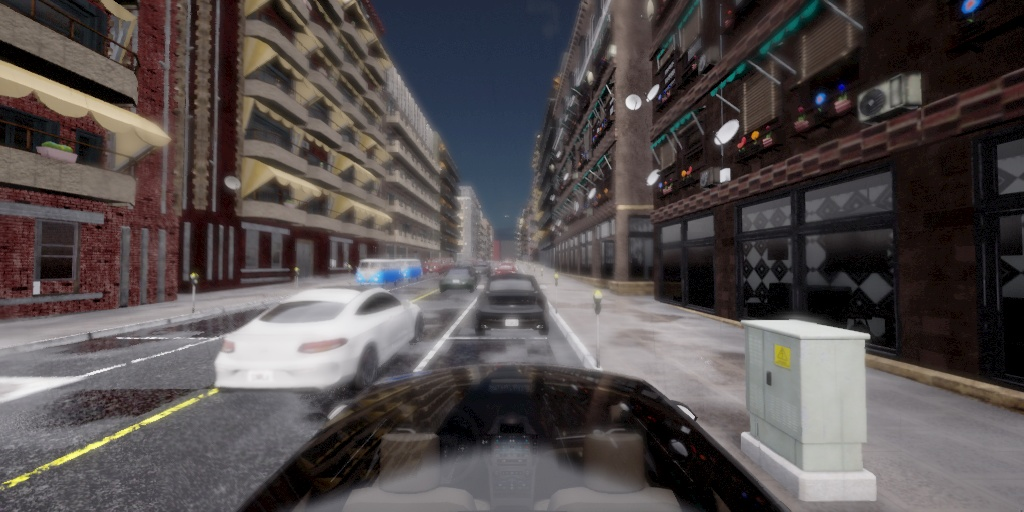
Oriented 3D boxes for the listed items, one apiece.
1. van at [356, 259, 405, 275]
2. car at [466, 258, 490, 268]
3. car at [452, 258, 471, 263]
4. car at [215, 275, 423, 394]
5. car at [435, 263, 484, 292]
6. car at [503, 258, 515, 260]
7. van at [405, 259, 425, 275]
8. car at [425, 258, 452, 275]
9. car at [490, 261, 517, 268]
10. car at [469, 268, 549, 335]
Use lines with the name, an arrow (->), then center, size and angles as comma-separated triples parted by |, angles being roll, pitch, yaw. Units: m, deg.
van -> -8.335, 1.108, 22.603 | 1.690, 1.789, 3.998 | 0, 0, 0
car -> -2.974, 1.285, 36.125 | 2.128, 1.511, 4.902 | 0, 0, 1
car -> -5.818, 1.318, 43.908 | 1.837, 1.490, 4.892 | 0, -1, 1
car -> -3.020, 1.278, 6.623 | 1.812, 1.442, 4.674 | 0, 0, 0
car -> -2.975, 1.330, 21.215 | 1.994, 1.385, 4.181 | 0, 0, 1
car -> -0.445, 1.240, 39.134 | 1.967, 1.591, 4.097 | 0, 0, 0
van -> -8.335, 1.118, 28.134 | 1.690, 1.789, 3.998 | 0, 0, 0
car -> -8.335, 1.115, 39.194 | 2.192, 1.841, 5.009 | 0, 0, 0
car -> -0.452, 1.322, 28.072 | 1.888, 1.381, 4.507 | 0, 0, 0
car -> 0.000, 1.259, 10.503 | 1.837, 1.490, 4.892 | 0, 0, 0
